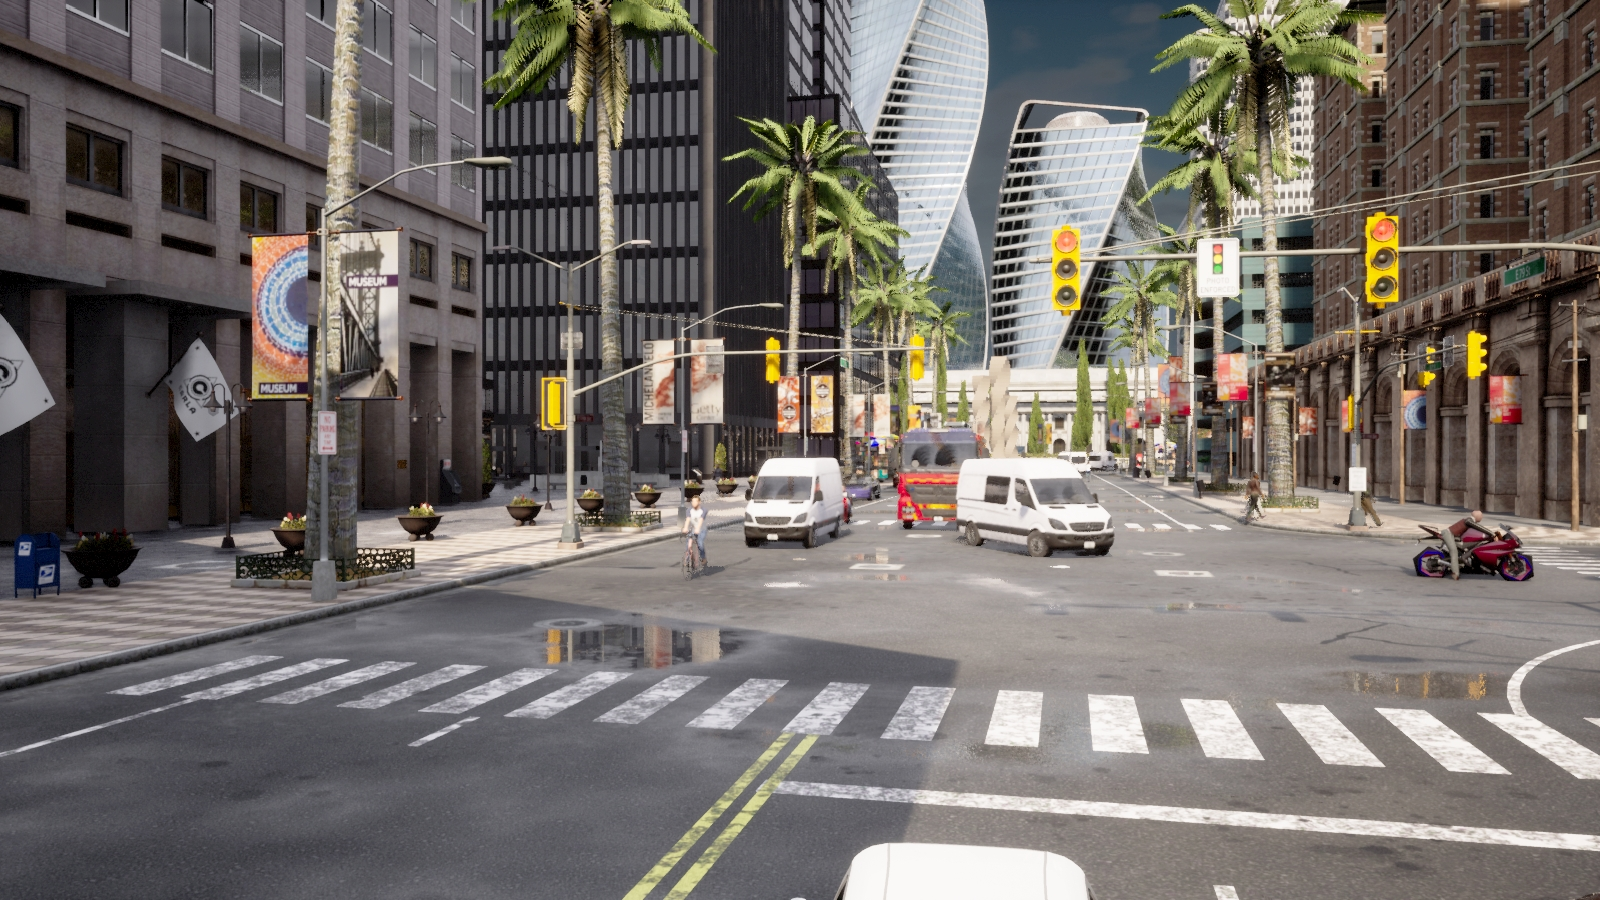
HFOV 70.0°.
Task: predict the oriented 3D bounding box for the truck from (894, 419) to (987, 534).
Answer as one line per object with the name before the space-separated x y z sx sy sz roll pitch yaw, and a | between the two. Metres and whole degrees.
truck | 5.408 0.890 42.574 2.891 3.827 8.468 0 0 11

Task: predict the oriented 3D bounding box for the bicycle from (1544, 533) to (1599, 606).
bicycle | 14.433 2.206 21.325 0.373 1.196 1.643 0 0 13

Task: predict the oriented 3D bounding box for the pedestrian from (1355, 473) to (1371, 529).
pedestrian | 18.936 1.696 38.403 0.375 1.860 0.375 0 0 -43

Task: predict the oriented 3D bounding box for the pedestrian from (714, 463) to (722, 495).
pedestrian | -4.798 1.701 67.218 0.375 1.860 0.375 0 0 13

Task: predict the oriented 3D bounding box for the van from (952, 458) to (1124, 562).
van | 6.452 1.534 31.847 1.988 2.561 5.915 0 0 -18

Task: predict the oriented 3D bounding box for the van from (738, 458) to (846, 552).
van | -0.124 1.534 34.554 1.988 2.561 5.915 0 0 13

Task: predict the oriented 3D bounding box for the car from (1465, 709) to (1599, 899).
car | 3.753 1.992 2.523 2.152 1.651 5.027 0 0 7

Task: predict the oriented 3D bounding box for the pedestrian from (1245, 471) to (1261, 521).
pedestrian | 16.801 1.696 42.371 0.375 1.860 0.375 0 0 -14

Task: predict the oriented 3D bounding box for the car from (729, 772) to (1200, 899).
car | 0.558 2.120 3.851 1.481 1.376 2.207 0 0 9
